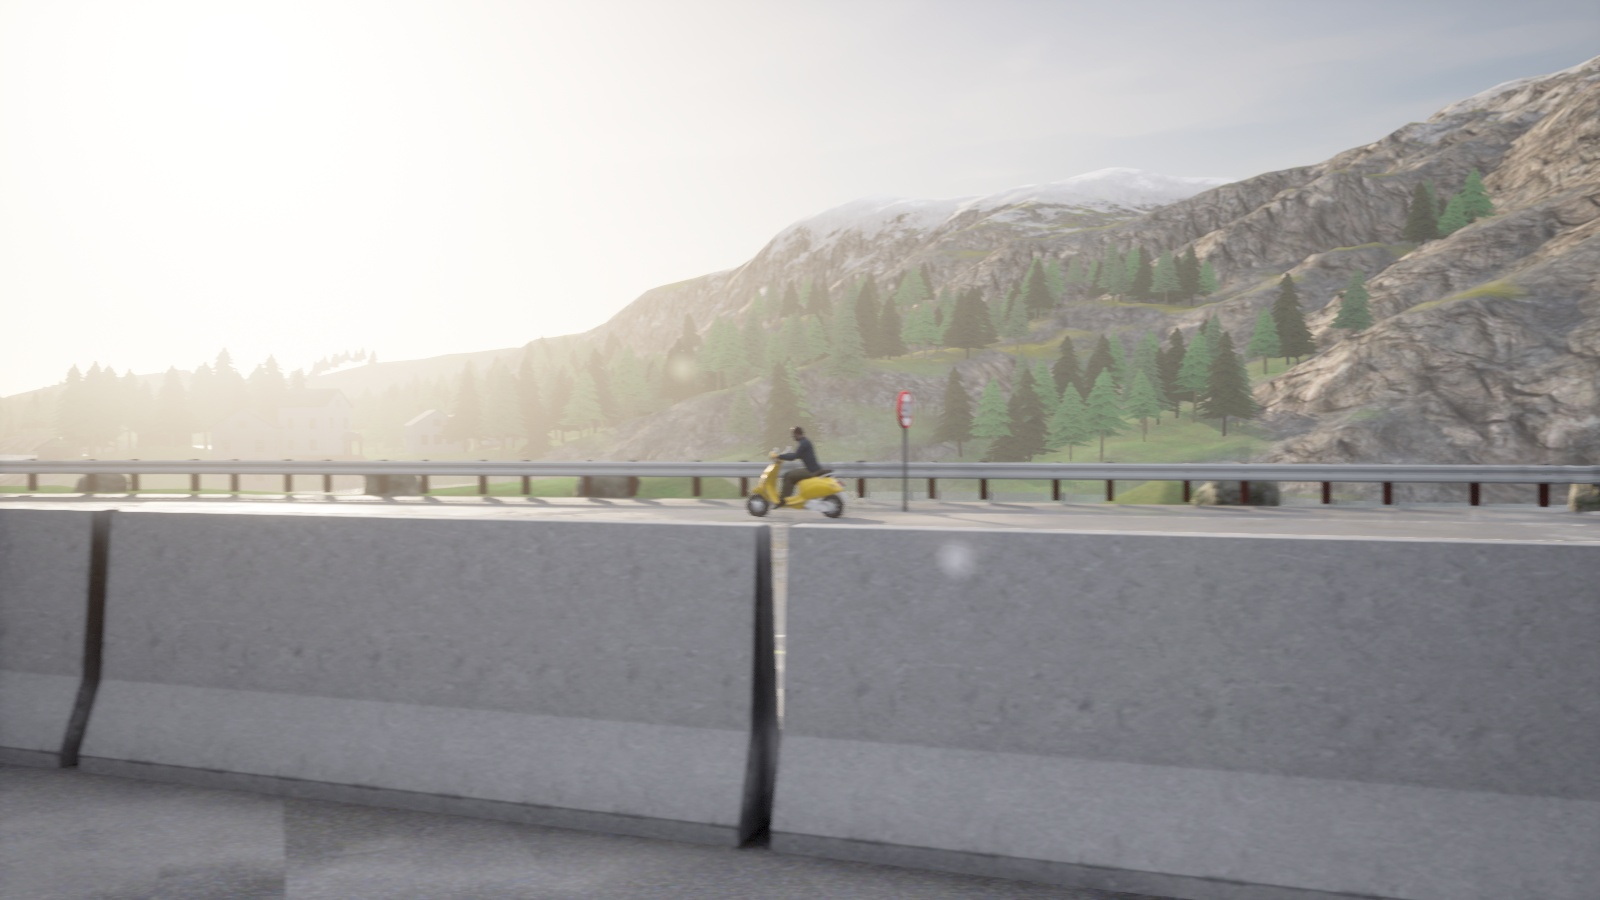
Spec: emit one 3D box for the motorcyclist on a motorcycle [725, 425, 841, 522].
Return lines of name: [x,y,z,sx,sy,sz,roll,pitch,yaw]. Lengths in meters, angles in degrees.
motorcyclist on a motorcycle: [-0.289,0.380,21.528,1.817,1.590,0.866,0,2,16]
